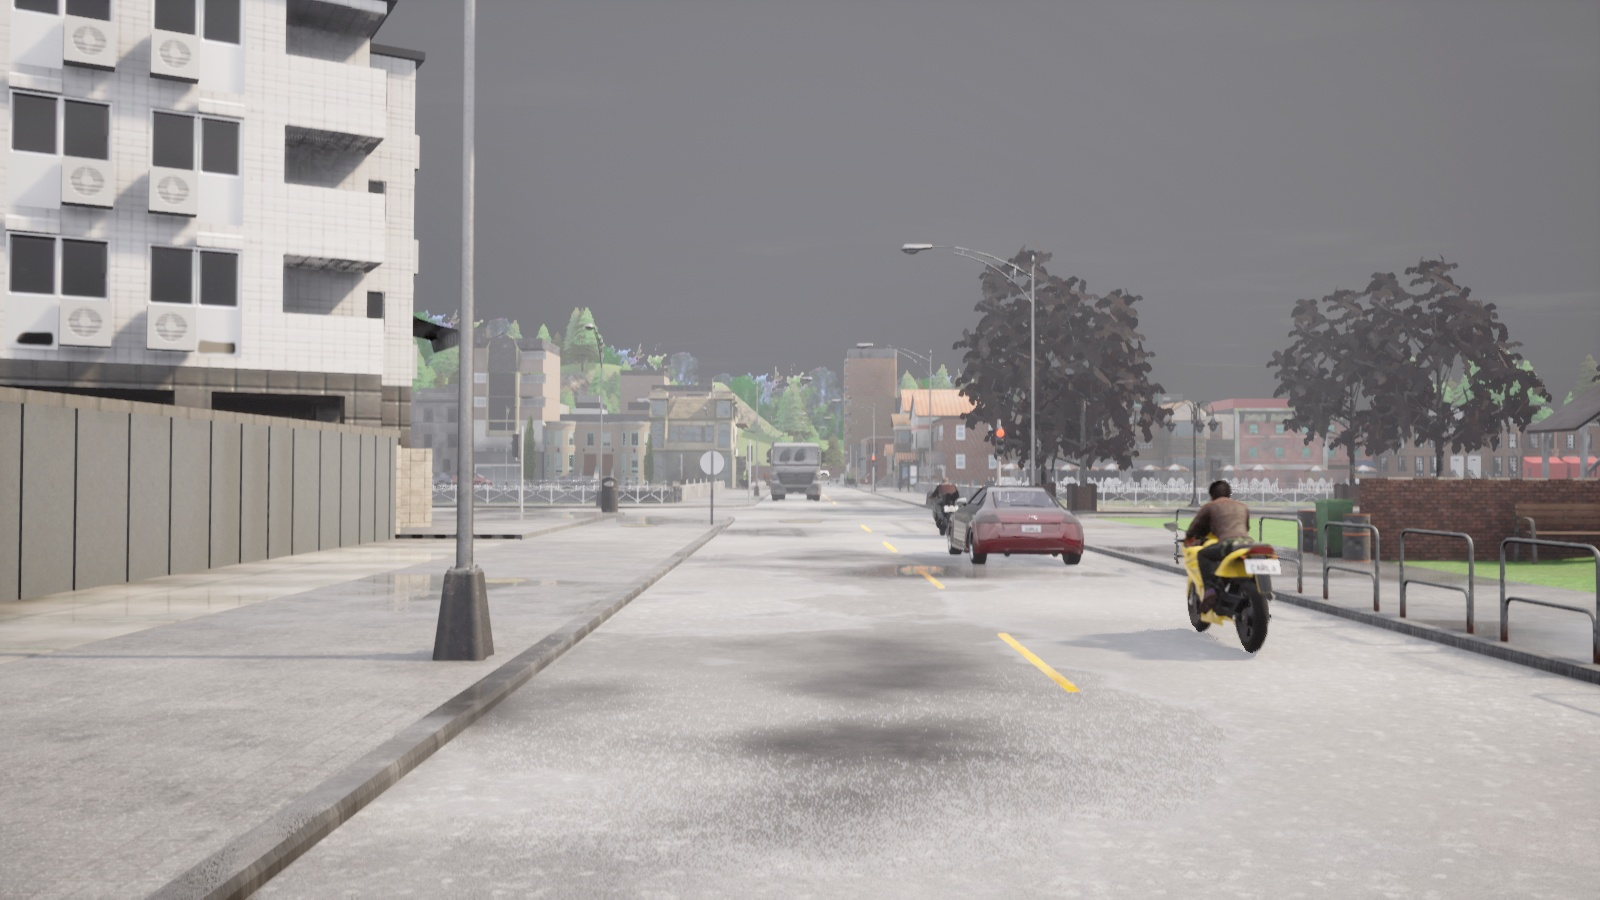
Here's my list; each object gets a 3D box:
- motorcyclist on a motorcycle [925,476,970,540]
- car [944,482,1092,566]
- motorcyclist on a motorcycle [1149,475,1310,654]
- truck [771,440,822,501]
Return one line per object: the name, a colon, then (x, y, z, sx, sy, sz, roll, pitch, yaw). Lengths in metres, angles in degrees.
motorcyclist on a motorcycle: (3.678, 1.424, 31.448, 0.866, 1.530, 2.191, 0, -1, 0)
car: (3.933, 1.301, 23.348, 1.994, 1.385, 4.181, 0, -1, 0)
motorcyclist on a motorcycle: (3.964, 1.004, 11.782, 0.797, 1.523, 2.044, 0, -1, 0)
truck: (-0.217, 1.229, 74.707, 2.891, 3.462, 7.936, 0, -1, 0)
